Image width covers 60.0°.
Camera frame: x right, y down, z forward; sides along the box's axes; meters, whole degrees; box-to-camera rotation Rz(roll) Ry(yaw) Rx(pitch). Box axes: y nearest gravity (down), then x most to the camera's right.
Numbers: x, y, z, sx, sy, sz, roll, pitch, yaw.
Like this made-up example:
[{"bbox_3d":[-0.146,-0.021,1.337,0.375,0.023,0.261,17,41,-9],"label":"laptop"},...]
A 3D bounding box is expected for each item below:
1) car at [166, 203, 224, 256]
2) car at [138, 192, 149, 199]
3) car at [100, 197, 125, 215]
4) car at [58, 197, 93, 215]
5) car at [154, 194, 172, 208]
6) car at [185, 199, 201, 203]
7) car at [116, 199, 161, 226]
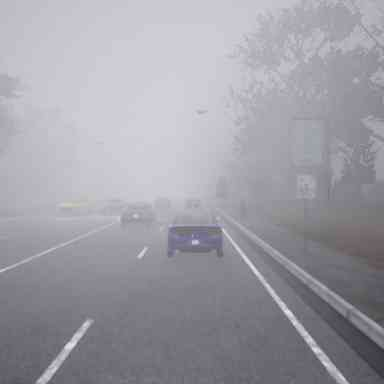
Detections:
[{"bbox_3d":[0.101,1.383,12.732,1.882,1.535,5.008,0,0,0],"label":"car"},{"bbox_3d":[-10.503,0.821,71.967,1.882,1.535,5.008,0,1,0],"label":"car"},{"bbox_3d":[-7.092,1.278,30.751,1.837,1.490,4.892,0,0,0],"label":"car"},{"bbox_3d":[-10.591,1.253,30.465,1.882,1.535,5.008,0,0,0],"label":"car"},{"bbox_3d":[-3.404,1.277,39.021,1.994,1.385,4.181,0,0,0],"label":"car"},{"bbox_3d":[0.100,1.318,31.132,2.033,1.411,5.357,0,0,0],"label":"car"},{"bbox_3d":[-3.401,1.401,21.991,1.994,1.385,4.181,0,0,0],"label":"car"}]
